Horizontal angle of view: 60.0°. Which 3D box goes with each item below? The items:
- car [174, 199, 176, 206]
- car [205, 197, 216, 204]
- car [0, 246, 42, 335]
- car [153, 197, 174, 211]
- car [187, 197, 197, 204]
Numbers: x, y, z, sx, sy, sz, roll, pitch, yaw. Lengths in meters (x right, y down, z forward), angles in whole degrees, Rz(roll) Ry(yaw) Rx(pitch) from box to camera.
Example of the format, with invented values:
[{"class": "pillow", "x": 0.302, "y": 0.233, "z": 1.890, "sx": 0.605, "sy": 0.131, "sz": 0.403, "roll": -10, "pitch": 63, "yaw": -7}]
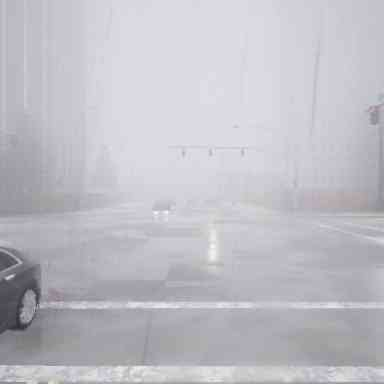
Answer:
[{"class": "car", "x": -3.564, "y": 1.546, "z": 53.130, "sx": 2.033, "sy": 1.411, "sz": 5.357, "roll": 0, "pitch": 0, "yaw": 0}, {"class": "car", "x": 3.530, "y": 1.601, "z": 65.014, "sx": 1.895, "sy": 1.301, "sz": 4.718, "roll": 0, "pitch": 0, "yaw": 0}, {"class": "car", "x": -3.598, "y": 1.505, "z": 4.093, "sx": 1.837, "sy": 1.490, "sz": 4.892, "roll": 0, "pitch": 0, "yaw": 0}, {"class": "car", "x": -3.580, "y": 1.564, "z": 40.787, "sx": 1.994, "sy": 1.385, "sz": 4.181, "roll": 0, "pitch": 0, "yaw": 0}, {"class": "car", "x": 0.030, "y": 1.564, "z": 64.985, "sx": 1.994, "sy": 1.385, "sz": 4.181, "roll": 0, "pitch": 0, "yaw": 0}]
